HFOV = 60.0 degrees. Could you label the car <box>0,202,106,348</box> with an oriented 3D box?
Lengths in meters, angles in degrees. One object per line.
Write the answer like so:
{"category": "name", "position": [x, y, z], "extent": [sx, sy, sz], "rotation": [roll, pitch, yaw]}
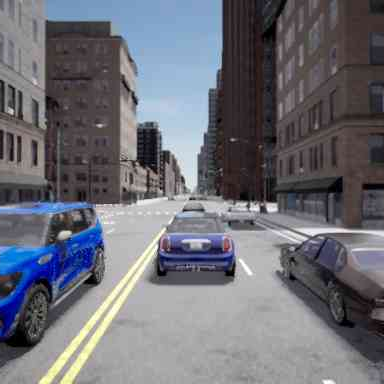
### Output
{"category": "car", "position": [-3.346, 1.251, 6.686], "extent": [2.150, 2.045, 5.566], "rotation": [0, 0, 0]}

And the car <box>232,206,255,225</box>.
{"category": "car", "position": [3.372, 1.709, 24.750], "extent": [1.895, 1.301, 4.718], "rotation": [0, 0, 0]}

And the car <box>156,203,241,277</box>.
{"category": "car", "position": [0.107, 1.398, 10.543], "extent": [2.097, 1.767, 4.553], "rotation": [0, 0, 0]}

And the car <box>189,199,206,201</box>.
{"category": "car", "position": [0.124, 1.594, 26.755], "extent": [1.882, 1.535, 5.008], "rotation": [0, 0, 0]}

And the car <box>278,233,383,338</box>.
{"category": "car", "position": [3.354, 1.579, 7.008], "extent": [2.033, 1.411, 5.357], "rotation": [0, 0, 0]}
